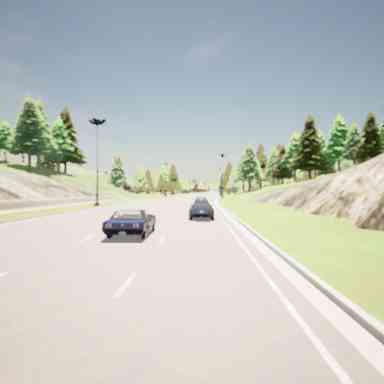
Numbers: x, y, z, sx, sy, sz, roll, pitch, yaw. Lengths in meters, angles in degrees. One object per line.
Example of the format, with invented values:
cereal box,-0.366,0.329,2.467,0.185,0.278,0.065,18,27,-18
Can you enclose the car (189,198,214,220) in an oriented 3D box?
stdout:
car,0.775,1.438,27.120,1.994,1.385,4.181,0,0,1

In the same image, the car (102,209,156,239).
car,-2.992,1.515,16.835,1.895,1.301,4.718,0,0,1
